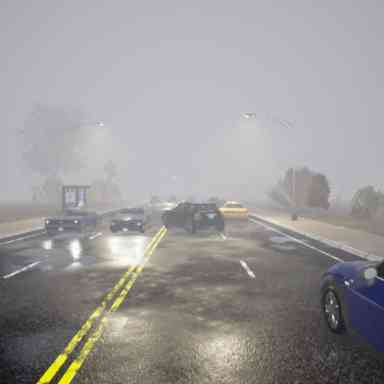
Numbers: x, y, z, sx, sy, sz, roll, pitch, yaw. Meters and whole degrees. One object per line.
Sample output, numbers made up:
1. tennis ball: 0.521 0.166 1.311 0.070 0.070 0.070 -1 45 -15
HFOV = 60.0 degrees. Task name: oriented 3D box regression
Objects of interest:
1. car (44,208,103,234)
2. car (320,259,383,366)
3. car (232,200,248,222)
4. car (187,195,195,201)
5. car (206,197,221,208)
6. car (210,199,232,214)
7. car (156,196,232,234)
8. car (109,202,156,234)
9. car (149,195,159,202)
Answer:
1. car: -6.646 1.588 19.074 1.895 1.301 4.718 0 0 0
2. car: 3.247 1.350 3.883 2.097 1.767 4.553 0 0 0
3. car: 3.175 1.436 26.119 1.801 1.575 5.366 0 0 0
4. car: -0.302 1.459 79.087 1.895 1.301 4.718 0 0 0
5. car: 3.081 1.453 47.930 1.837 1.490 4.892 0 0 0
6. car: 3.128 1.513 36.930 2.033 1.411 5.357 0 0 0
7. car: -0.045 1.338 19.484 2.097 1.767 4.553 0 0 -30
8. car: -3.397 1.534 19.600 2.033 1.411 5.357 0 0 0
9. car: -6.789 1.427 61.930 1.837 1.490 4.892 0 0 0
